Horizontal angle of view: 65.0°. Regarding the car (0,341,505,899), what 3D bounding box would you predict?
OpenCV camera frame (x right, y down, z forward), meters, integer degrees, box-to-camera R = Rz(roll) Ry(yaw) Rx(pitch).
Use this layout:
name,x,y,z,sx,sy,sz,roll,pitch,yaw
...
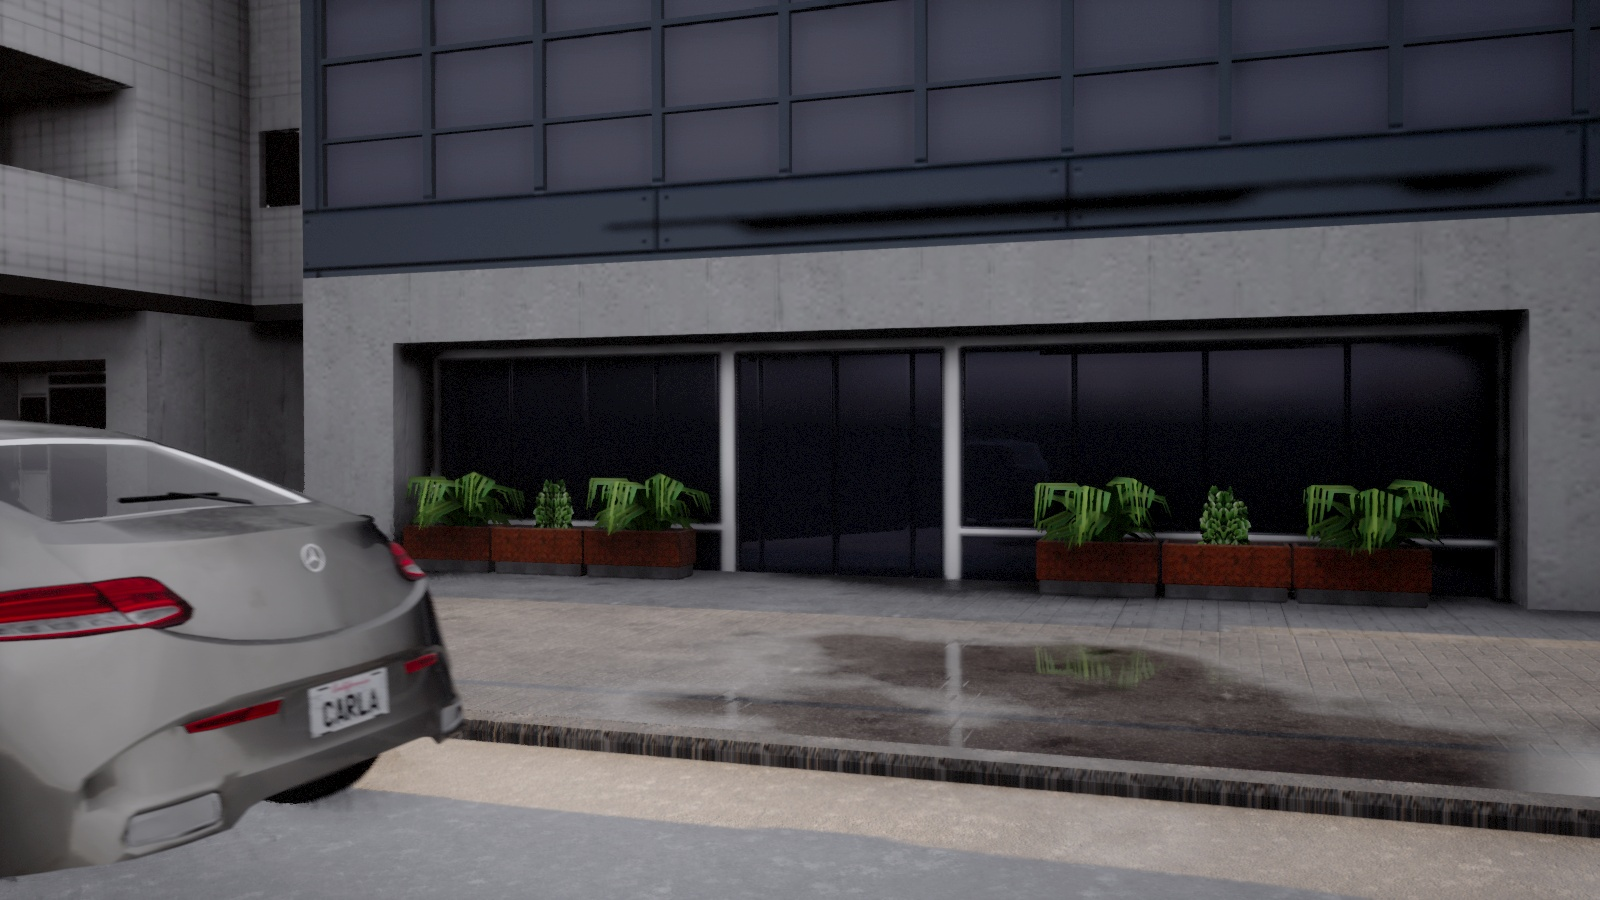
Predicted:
name,x,y,z,sx,sy,sz,roll,pitch,yaw
car,-3.962,0.510,5.046,5.027,1.651,2.152,1,1,19
